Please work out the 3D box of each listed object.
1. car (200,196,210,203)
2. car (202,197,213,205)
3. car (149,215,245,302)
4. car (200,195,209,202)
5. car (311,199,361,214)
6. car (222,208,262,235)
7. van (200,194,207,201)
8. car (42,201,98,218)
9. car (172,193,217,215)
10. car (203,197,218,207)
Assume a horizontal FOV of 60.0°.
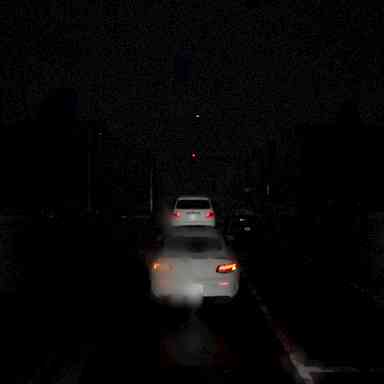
[{"bbox_3d":[2.851,1.551,72.807,1.887,1.381,4.507,-1,0,0],"label":"car"},{"bbox_3d":[2.816,1.584,61.742,1.802,1.307,4.206,-1,0,0],"label":"car"},{"bbox_3d":[0.080,1.522,8.125,1.812,1.442,4.674,0,0,1],"label":"car"},{"bbox_3d":[2.866,1.448,78.339,1.967,1.590,4.097,-1,0,0],"label":"car"},{"bbox_3d":[14.259,1.403,33.093,4.674,1.442,1.812,0,1,-2],"label":"car"},{"bbox_3d":[2.678,1.545,18.232,2.008,1.369,4.403,-1,0,0],"label":"car"},{"bbox_3d":[2.881,1.351,83.872,1.690,1.788,3.998,-1,0,0],"label":"van"},{"bbox_3d":[-11.044,1.590,30.226,4.902,1.511,2.128,0,1,0],"label":"car"},{"bbox_3d":[0.087,1.216,17.875,2.150,2.045,5.566,0,0,1],"label":"car"},{"bbox_3d":[2.780,1.544,50.677,1.887,1.381,4.507,-1,0,0],"label":"car"}]
